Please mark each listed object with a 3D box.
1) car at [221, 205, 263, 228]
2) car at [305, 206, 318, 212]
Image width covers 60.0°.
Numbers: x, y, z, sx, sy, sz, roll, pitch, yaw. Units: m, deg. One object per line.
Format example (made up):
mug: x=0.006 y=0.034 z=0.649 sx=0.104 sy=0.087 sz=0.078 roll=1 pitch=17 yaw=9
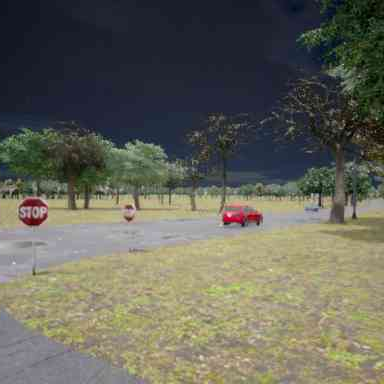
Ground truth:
car: x=5.032 y=2.352 z=32.927 sx=2.150 sy=2.045 sz=5.566 roll=1 pitch=-1 yaw=36
car: x=27.165 y=3.826 z=75.618 sx=1.882 sy=1.535 sz=5.008 roll=1 pitch=-1 yaw=36
